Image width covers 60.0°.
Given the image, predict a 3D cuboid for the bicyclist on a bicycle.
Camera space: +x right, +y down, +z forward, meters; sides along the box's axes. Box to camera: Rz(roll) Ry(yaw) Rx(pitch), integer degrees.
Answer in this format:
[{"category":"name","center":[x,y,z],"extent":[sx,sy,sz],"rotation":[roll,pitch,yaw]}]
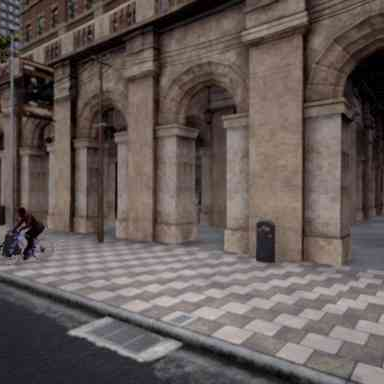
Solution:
[{"category":"bicyclist on a bicycle","center":[-4.768,1.265,9.600],"extent":[0.582,1.620,1.656],"rotation":[0,0,37]}]
